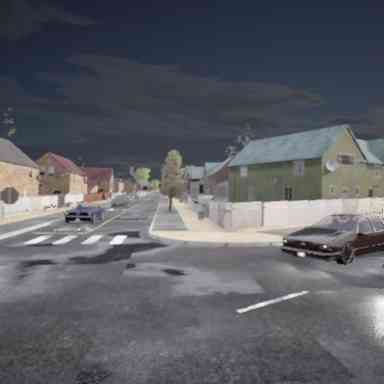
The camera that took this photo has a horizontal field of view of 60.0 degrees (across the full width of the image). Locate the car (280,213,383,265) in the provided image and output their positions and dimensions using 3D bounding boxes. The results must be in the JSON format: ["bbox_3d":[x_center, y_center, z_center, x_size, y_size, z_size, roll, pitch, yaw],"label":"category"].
[{"bbox_3d":[5.456,1.471,11.556,5.357,1.411,2.033,0,0,-35],"label":"car"}]

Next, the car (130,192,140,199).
[{"bbox_3d":[-10.009,0.790,57.258,1.837,1.490,4.892,1,0,-5],"label":"car"}]

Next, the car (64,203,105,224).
[{"bbox_3d":[-7.439,1.456,23.411,1.895,1.301,4.718,1,0,-5],"label":"car"}]

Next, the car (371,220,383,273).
[{"bbox_3d":[6.715,1.454,8.460,4.674,1.442,1.812,-1,0,-35],"label":"car"}]

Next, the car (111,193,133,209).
[{"bbox_3d":[-8.849,1.245,41.356,1.837,1.490,4.892,1,0,-4],"label":"car"}]
